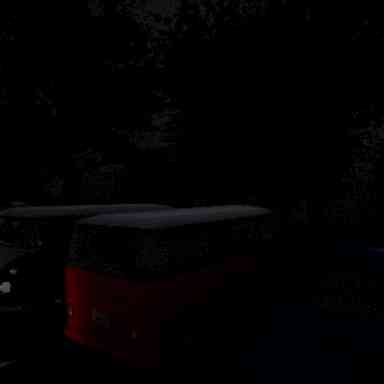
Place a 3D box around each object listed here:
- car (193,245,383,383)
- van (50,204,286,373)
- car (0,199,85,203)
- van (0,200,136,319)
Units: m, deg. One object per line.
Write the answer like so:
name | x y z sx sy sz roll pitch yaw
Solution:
car | 2.340 1.481 4.098 2.097 1.535 5.008 0 0 36
van | 0.150 1.262 5.797 1.878 1.987 4.442 0 0 36
car | -4.444 1.250 8.897 2.435 2.045 5.566 0 0 35
van | -2.241 1.269 7.216 1.878 1.987 4.442 0 0 36
